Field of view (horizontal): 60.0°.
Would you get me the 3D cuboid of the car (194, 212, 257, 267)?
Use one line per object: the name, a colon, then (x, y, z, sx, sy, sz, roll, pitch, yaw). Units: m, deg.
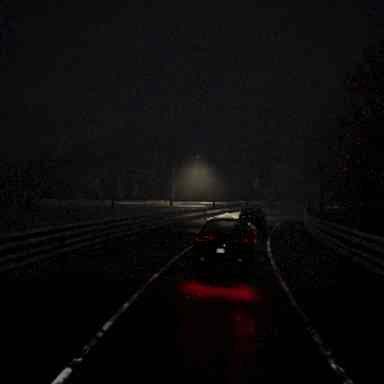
car: (1.330, 1.696, 12.413, 1.882, 1.535, 5.008, 0, -2, 11)

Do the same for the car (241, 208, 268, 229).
car: (4.787, 2.011, 26.199, 1.837, 1.490, 4.892, 0, -1, 18)
